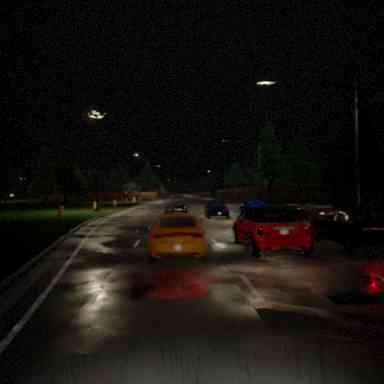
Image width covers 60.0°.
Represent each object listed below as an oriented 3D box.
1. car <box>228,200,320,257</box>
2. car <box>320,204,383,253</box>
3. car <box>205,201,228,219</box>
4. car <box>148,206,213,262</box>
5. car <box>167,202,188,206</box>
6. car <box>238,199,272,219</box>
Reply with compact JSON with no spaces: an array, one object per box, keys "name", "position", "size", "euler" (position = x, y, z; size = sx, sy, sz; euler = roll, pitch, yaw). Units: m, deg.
[{"name":"car","position":[2.947,1.345,13.067],"size":[2.097,1.767,4.553],"euler":[-1,0,-3]},{"name":"car","position":[6.432,1.450,13.529],"size":[2.128,1.511,4.902],"euler":[-1,0,-3]},{"name":"car","position":[2.136,1.558,29.357],"size":[1.812,1.442,4.674],"euler":[-1,0,-3]},{"name":"car","position":[-0.521,1.506,12.323],"size":[1.882,1.535,5.008],"euler":[-1,0,-3]},{"name":"car","position":[-1.316,1.558,28.197],"size":[2.128,1.511,4.902],"euler":[-1,0,-3]},{"name":"car","position":[5.606,1.475,30.071],"size":[1.882,1.535,5.008],"euler":[-1,0,-3]}]
